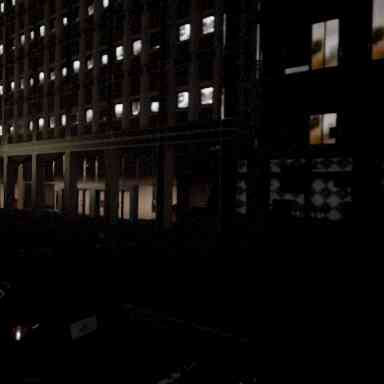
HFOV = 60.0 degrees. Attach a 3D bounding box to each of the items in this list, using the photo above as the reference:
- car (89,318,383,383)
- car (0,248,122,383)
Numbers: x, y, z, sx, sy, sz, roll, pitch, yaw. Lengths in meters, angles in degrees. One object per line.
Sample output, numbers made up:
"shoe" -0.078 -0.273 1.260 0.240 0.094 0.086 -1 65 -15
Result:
"car" 1.687 1.571 1.658 4.313 1.339 1.947 1 1 35
"car" -2.893 1.524 4.923 4.313 1.339 1.947 1 1 35
